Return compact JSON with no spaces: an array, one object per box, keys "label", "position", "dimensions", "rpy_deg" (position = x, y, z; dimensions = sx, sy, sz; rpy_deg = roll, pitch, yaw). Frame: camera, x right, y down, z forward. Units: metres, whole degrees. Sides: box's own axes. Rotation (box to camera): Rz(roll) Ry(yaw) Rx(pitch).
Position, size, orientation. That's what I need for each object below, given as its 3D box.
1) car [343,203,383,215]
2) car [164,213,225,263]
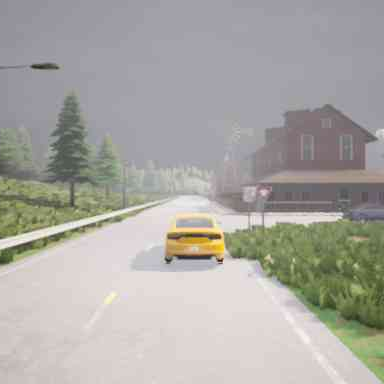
[{"label":"car","position":[12.987,1.491,23.651],"dimensions":[4.181,1.385,1.994],"rpy_deg":[0,0,-1]},{"label":"car","position":[0.080,1.513,12.162],"dimensions":[1.882,1.535,5.008],"rpy_deg":[0,0,0]}]
